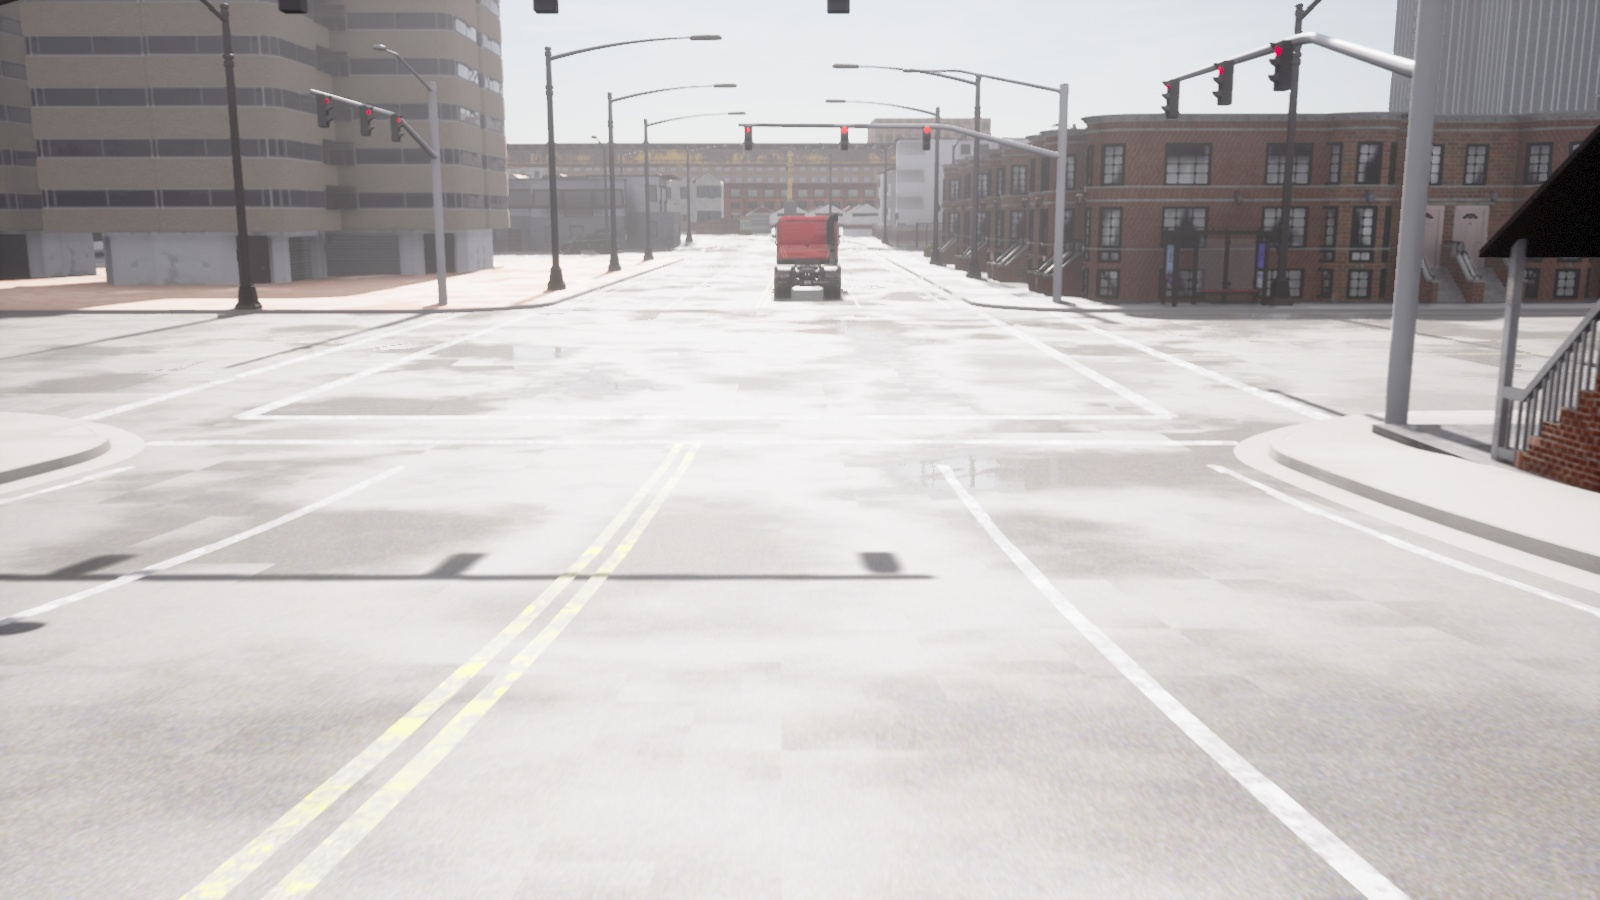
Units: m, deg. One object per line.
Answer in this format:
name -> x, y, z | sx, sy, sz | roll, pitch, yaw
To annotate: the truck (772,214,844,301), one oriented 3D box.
truck -> 0.332, -8.466, 54.485 | 2.891, 3.462, 7.936 | 0, 10, 0
